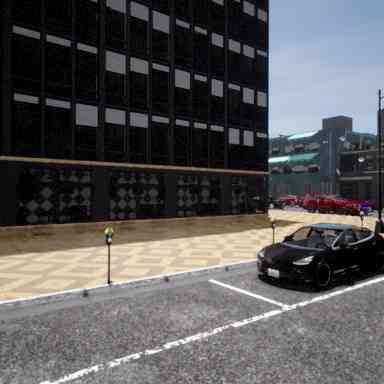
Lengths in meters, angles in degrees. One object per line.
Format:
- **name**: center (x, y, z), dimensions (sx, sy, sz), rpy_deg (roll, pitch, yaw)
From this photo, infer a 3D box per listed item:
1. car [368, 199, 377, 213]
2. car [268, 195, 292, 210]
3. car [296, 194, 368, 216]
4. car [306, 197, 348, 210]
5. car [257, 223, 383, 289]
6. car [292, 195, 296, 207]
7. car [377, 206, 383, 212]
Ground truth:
- **car**: center (14.210, 1.322, 31.047), dimensions (1.812, 1.442, 4.674), rpy_deg (0, 1, -38)
- **car**: center (8.707, 1.187, 38.542), dimensions (1.837, 1.490, 4.892), rpy_deg (0, 1, -36)
- **car**: center (12.247, 1.101, 29.371), dimensions (2.192, 1.841, 5.009), rpy_deg (1, 0, -36)
- **car**: center (15.711, 1.341, 38.801), dimensions (1.802, 1.307, 4.206), rpy_deg (1, 0, -36)
- **car**: center (3.725, 1.566, 9.213), dimensions (4.313, 1.339, 1.947), rpy_deg (0, 0, -36)
- **car**: center (12.428, 1.131, 43.272), dimensions (1.967, 1.590, 4.097), rpy_deg (1, 0, -36)
- **car**: center (18.995, 1.372, 34.333), dimensions (1.887, 1.381, 4.507), rpy_deg (1, 0, -36)
